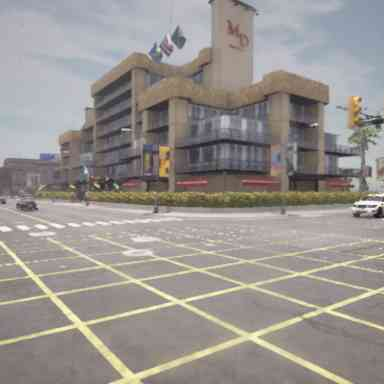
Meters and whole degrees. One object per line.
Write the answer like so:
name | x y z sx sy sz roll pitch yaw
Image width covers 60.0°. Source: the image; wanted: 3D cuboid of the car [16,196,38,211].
car | -20.760 1.521 41.778 1.812 1.442 4.674 0 0 -36

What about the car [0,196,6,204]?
car | -37.186 1.535 64.338 2.033 1.411 5.357 0 0 -36

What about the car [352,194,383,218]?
car | 16.689 1.208 29.927 5.566 2.045 2.150 0 0 -35
